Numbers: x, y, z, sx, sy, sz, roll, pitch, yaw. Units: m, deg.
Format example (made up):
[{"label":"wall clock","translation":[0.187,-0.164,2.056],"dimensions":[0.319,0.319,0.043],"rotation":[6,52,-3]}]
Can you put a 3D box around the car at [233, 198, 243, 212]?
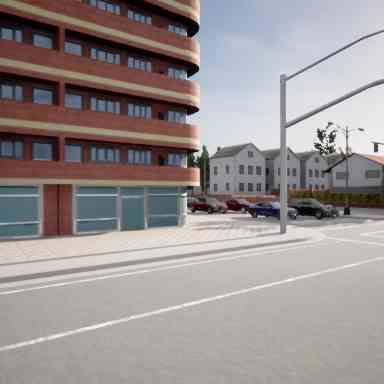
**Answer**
[{"label":"car","translation":[5.174,1.478,36.646],"dimensions":[1.882,1.535,5.008],"rotation":[0,0,-35]}]

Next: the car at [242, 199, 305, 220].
[{"label":"car","translation":[6.792,1.526,28.178],"dimensions":[1.812,1.442,4.674],"rotation":[0,0,-35]}]

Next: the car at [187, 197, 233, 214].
[{"label":"car","translation":[1.795,1.352,35.374],"dimensions":[2.097,1.767,4.553],"rotation":[0,0,-34]}]

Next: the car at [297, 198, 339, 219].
[{"label":"car","translation":[10.427,1.352,29.072],"dimensions":[2.097,1.767,4.553],"rotation":[0,0,-35]}]

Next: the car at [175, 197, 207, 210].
[{"label":"car","translation":[-0.210,1.505,44.434],"dimensions":[1.837,1.490,4.892],"rotation":[0,0,-35]}]
